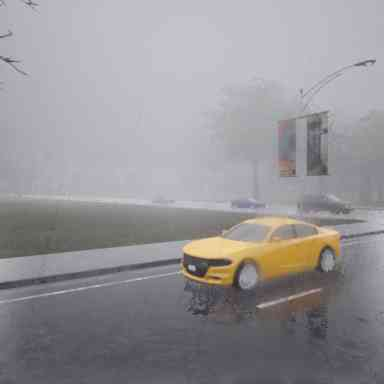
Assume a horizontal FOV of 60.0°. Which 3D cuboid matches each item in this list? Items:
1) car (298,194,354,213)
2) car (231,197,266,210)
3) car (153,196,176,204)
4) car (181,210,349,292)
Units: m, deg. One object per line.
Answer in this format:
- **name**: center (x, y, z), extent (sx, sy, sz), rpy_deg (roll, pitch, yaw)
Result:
- **car**: center (13.524, 1.215, 34.007), extent (2.150, 2.045, 5.566), rpy_deg (0, 0, -36)
- **car**: center (7.219, 1.434, 42.637), extent (1.882, 1.535, 5.008), rpy_deg (0, 0, -36)
- **car**: center (-4.990, 1.449, 59.481), extent (2.033, 1.411, 5.357), rpy_deg (0, 0, -36)
- **car**: center (2.035, 1.479, 9.118), extent (5.008, 1.535, 1.882), rpy_deg (0, 0, -35)
